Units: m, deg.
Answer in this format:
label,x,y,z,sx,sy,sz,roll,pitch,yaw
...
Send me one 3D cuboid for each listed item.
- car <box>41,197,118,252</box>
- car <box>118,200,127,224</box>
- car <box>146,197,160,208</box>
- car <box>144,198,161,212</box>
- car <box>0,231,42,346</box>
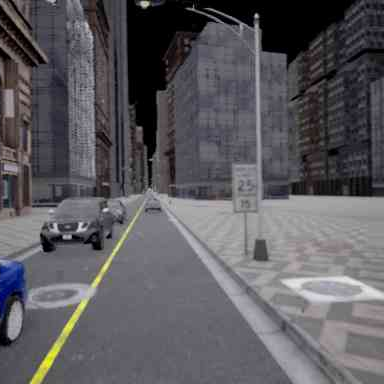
label,x,y,z,sx,sy,sz,roll,pitch,yaw
car,-4.815,1.279,14.702,2.150,2.045,5.566,-1,0,-7
car,-6.043,1.412,24.840,2.097,1.767,4.553,-1,0,-7
car,-5.858,1.563,49.427,1.994,1.385,4.181,-1,0,-7
car,-4.512,1.553,38.541,2.033,1.411,5.357,-1,0,-7
car,-3.435,1.528,3.502,1.882,1.535,5.008,-1,0,-7
